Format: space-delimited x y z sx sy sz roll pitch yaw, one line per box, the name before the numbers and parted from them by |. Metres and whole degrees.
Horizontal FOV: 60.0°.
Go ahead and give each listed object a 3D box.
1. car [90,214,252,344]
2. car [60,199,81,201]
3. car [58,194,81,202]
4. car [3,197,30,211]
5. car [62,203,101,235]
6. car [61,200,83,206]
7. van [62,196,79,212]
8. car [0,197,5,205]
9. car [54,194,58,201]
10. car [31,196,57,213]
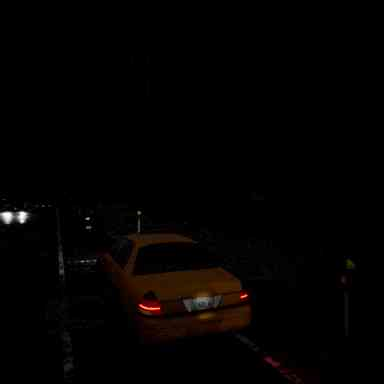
car | -0.831 1.457 6.788 1.801 1.575 5.366 0 0 -22
car | -10.216 1.567 28.982 1.947 1.339 4.313 0 0 -22
car | -12.305 1.316 34.096 2.192 1.841 5.009 0 0 -22
car | -21.242 1.632 40.475 1.895 1.301 4.718 0 0 -22
car | -6.037 1.551 18.756 2.008 1.369 4.403 0 0 -22
car | -8.126 1.551 23.869 2.008 1.369 4.403 0 0 -22
van | -14.395 1.342 39.209 1.690 1.788 3.998 0 0 -22
car | -33.036 1.500 55.655 4.902 1.511 2.128 0 0 4
car | -31.263 1.469 79.729 1.967 1.590 4.097 0 0 -23
car | -16.832 1.548 37.870 2.033 1.411 5.357 0 0 -22
